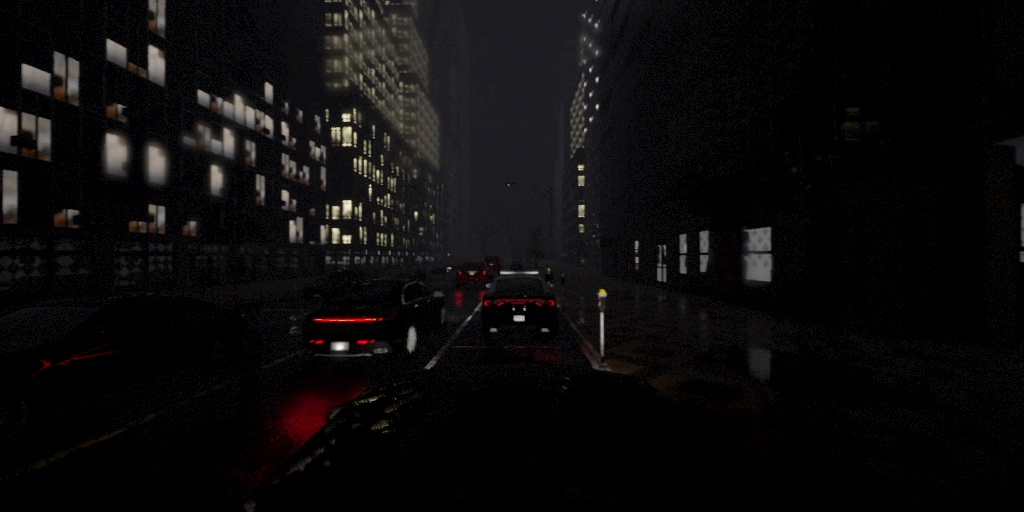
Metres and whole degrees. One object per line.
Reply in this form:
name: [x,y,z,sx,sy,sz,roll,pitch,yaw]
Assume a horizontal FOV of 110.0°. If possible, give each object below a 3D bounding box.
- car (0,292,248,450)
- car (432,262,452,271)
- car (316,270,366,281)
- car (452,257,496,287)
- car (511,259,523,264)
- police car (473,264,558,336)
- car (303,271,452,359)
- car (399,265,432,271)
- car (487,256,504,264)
car: [-6.137,1.310,5.207,1.812,1.442,4.674,0,0,1]
car: [-7.929,1.394,40.560,2.007,1.370,4.403,0,0,1]
car: [-8.441,1.381,17.797,1.948,1.339,4.313,0,0,1]
car: [-2.494,1.151,24.849,2.097,1.767,4.553,0,0,1]
car: [0.577,1.378,46.050,1.948,1.339,4.313,0,0,1]
police car: [0.219,1.190,10.561,1.930,1.638,5.238,0,0,1]
car: [-2.861,1.280,8.493,1.837,1.490,4.892,0,0,1]
car: [-8.185,1.412,29.177,1.802,1.307,4.207,0,0,1]
car: [-2.208,1.041,42.078,2.150,2.045,5.566,0,0,1]
